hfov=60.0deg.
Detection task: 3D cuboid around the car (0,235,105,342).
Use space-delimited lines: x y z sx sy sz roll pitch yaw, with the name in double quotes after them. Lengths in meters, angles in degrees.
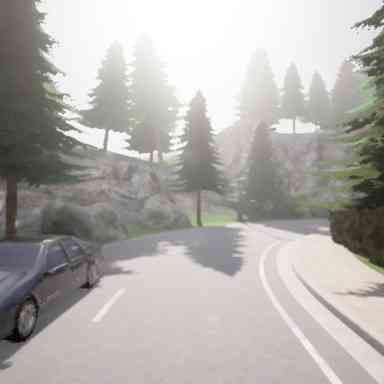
-3.403 1.647 6.939 2.033 1.411 5.357 0 -1 3 "car"
